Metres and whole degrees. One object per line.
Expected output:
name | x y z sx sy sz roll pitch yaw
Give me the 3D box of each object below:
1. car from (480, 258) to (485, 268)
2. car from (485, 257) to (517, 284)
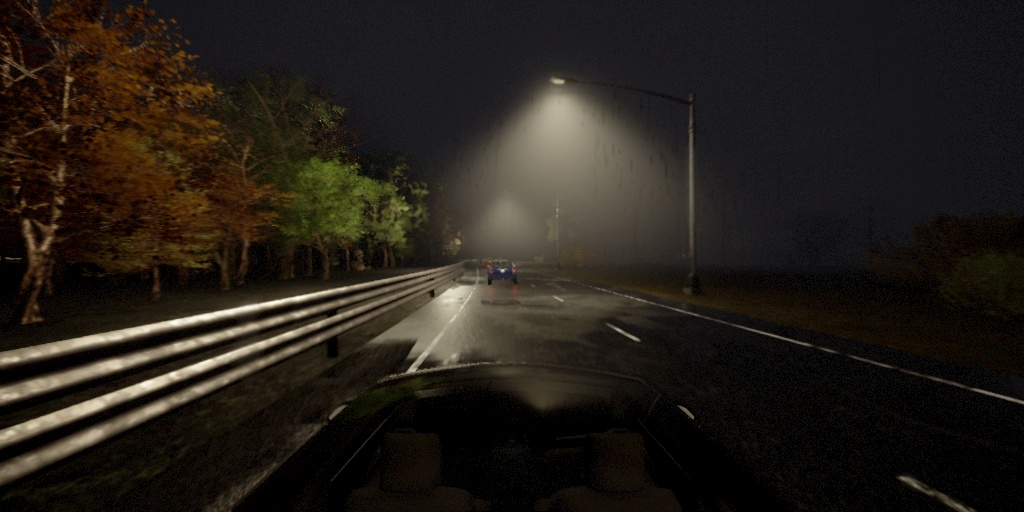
car | -3.740 1.042 58.426 2.097 1.767 4.553 0 0 -6
car | -0.788 1.078 26.966 2.097 1.767 4.553 0 0 -4
